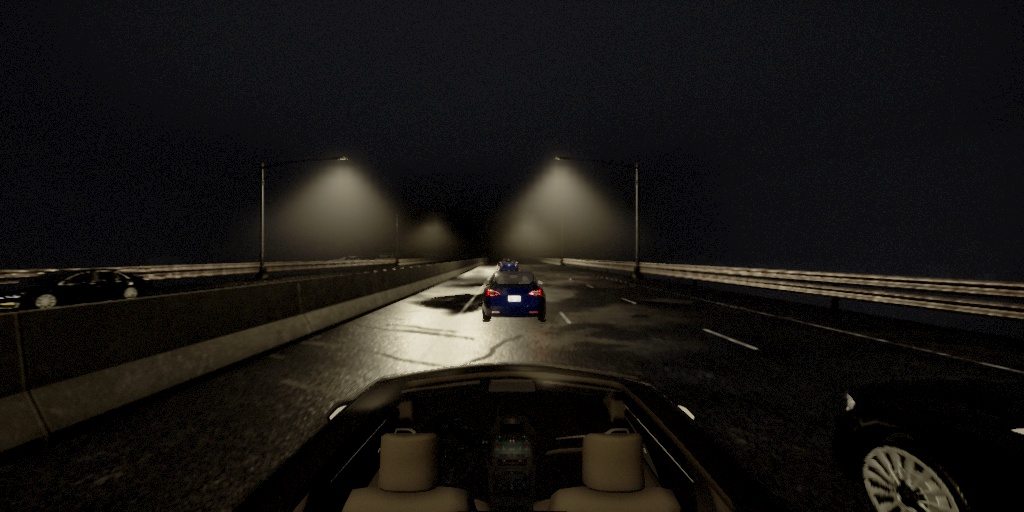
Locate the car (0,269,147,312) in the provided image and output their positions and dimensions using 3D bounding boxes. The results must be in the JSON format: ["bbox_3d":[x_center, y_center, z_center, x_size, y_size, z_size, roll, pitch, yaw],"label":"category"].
[{"bbox_3d":[-17.551,1.307,14.282,1.837,1.490,4.892,0,0,0],"label":"car"}]

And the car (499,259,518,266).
[{"bbox_3d":[-0.379,1.070,41.709,2.097,1.767,4.553,0,0,-1],"label":"car"}]

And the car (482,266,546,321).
[{"bbox_3d":[0.053,1.252,12.497,2.163,1.488,4.792,0,0,0],"label":"car"}]

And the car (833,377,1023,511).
[{"bbox_3d":[3.593,1.241,0.968,2.128,1.511,4.902,0,0,0],"label":"car"}]
